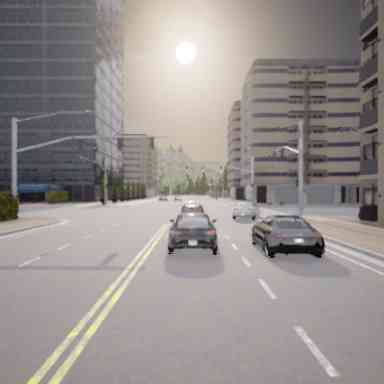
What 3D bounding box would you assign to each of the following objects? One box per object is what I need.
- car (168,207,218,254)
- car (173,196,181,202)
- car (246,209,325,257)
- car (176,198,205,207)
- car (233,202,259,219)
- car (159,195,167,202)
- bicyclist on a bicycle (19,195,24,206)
[{"bbox_3d":[0.050,1.534,13.444,1.812,1.442,4.674,0,0,1],"label":"car"},{"bbox_3d":[-3.496,1.588,80.407,2.033,1.411,5.357,0,0,0],"label":"car"},{"bbox_3d":[3.545,1.573,12.957,1.994,1.385,4.181,0,0,1],"label":"car"},{"bbox_3d":[0.047,1.509,27.802,2.128,1.511,4.902,0,0,0],"label":"car"},{"bbox_3d":[4.695,1.543,28.405,1.812,1.442,4.674,0,0,18],"label":"car"},{"bbox_3d":[-6.996,1.572,80.409,1.812,1.442,4.674,0,0,0],"label":"car"},{"bbox_3d":[-26.639,1.331,51.906,0.582,1.620,1.656,0,0,-1],"label":"bicyclist on a bicycle"}]
